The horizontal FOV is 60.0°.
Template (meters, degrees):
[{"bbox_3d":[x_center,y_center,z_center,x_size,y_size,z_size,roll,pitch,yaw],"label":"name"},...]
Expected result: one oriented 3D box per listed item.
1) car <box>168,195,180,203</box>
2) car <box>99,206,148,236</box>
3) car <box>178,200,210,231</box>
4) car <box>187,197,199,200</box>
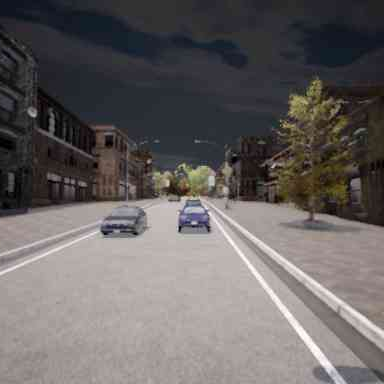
[{"bbox_3d":[-3.222,1.282,61.698,1.994,1.385,4.181,0,0,2],"label":"car"},{"bbox_3d":[-3.581,1.503,18.494,2.033,1.411,5.357,0,0,0],"label":"car"},{"bbox_3d":[0.121,1.476,20.107,1.812,1.442,4.674,0,0,0],"label":"car"},{"bbox_3d":[0.144,1.330,40.366,2.128,1.511,4.902,0,0,0],"label":"car"}]
